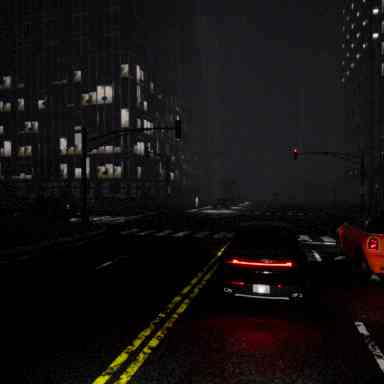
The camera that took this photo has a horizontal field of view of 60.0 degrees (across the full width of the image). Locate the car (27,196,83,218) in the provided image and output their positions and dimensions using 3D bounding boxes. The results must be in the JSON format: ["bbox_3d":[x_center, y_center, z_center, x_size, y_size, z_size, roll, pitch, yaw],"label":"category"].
[{"bbox_3d":[-11.762,1.216,28.657,4.553,1.767,2.097,1,1,15],"label":"car"}]

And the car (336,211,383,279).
[{"bbox_3d":[5.725,1.347,9.958,2.097,1.767,4.553,0,0,14],"label":"car"}]

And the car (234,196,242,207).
[{"bbox_3d":[6.215,1.471,51.853,1.837,1.490,4.892,0,0,14],"label":"car"}]

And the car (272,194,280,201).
[{"bbox_3d":[20.340,1.236,80.335,1.882,1.535,5.008,0,0,14],"label":"car"}]

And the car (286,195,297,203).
[{"bbox_3d":[20.925,1.464,69.523,2.128,1.511,4.902,0,0,14],"label":"car"}]

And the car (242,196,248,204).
[{"bbox_3d":[8.551,1.481,60.847,1.812,1.442,4.674,0,0,15],"label":"car"}]

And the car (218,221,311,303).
[{"bbox_3d":[1.855,1.501,8.356,1.837,1.490,4.892,0,0,14],"label":"car"}]

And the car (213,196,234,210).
[{"bbox_3d":[3.911,1.501,42.875,1.812,1.442,4.674,0,0,14],"label":"car"}]

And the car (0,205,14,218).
[{"bbox_3d":[-16.765,1.434,27.217,4.313,1.339,1.947,1,1,16],"label":"car"}]

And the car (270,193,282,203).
[{"bbox_3d":[17.757,1.157,70.273,2.150,2.045,5.566,0,0,14],"label":"car"}]

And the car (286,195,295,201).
[{"bbox_3d":[23.489,1.465,79.525,2.033,1.411,5.357,0,0,14],"label":"car"}]

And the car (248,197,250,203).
[{"bbox_3d":[11.104,1.496,70.504,1.994,1.385,4.181,0,0,14],"label":"car"}]
